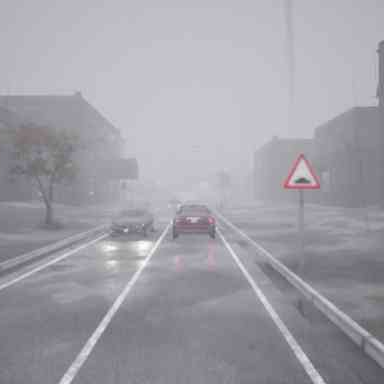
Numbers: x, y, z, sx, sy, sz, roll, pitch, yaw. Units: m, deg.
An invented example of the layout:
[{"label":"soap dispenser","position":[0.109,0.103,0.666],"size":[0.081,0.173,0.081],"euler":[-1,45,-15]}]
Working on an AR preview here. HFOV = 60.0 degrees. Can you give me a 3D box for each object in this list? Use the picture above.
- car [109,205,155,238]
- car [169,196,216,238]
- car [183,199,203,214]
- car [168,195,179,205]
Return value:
[{"label":"car","position":[-3.107,1.495,17.972],"size":[1.837,1.490,4.892],"euler":[0,2,-1]},{"label":"car","position":[0.098,1.326,17.846],"size":[2.097,1.767,4.553],"euler":[0,2,0]},{"label":"car","position":[0.092,1.554,36.243],"size":[2.033,1.411,5.357],"euler":[0,0,0]},{"label":"car","position":[-3.056,1.290,58.235],"size":[2.097,1.767,4.553],"euler":[0,0,1]}]
